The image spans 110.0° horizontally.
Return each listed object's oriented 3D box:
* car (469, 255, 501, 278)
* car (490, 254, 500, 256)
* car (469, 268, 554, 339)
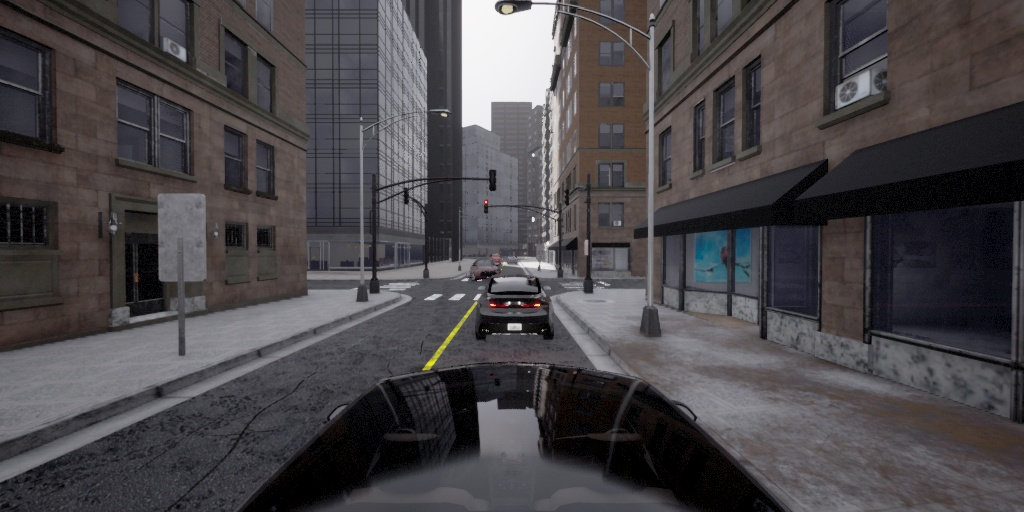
[{"bbox_3d":[-2.263,1.067,29.237,2.097,1.767,4.553,0,0,-13],"label":"car"},{"bbox_3d":[-3.135,0.611,65.307,2.150,2.045,5.566,0,0,0],"label":"car"},{"bbox_3d":[0.068,1.252,10.001,1.837,1.490,4.892,0,0,0],"label":"car"}]
